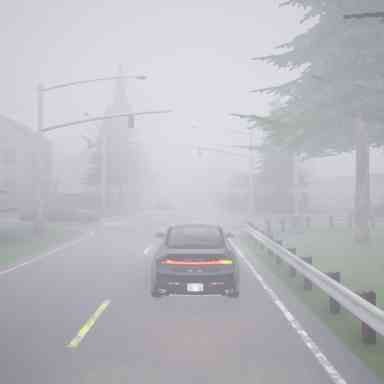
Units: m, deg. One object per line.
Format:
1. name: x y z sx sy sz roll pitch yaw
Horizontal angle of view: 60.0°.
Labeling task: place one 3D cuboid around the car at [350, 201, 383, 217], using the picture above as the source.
1. car: 15.326 1.490 26.742 4.892 1.490 1.837 0 0 0

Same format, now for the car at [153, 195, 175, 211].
1. car: -3.525 1.505 41.726 1.837 1.490 4.892 0 0 0

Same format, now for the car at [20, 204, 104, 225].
1. car: -9.072 1.532 23.394 5.357 1.411 2.033 0 0 -4

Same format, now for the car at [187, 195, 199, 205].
1. car: 0.192 1.355 57.722 2.097 1.767 4.553 0 0 0

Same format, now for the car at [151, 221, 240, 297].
1. car: 0.078 1.505 8.533 1.837 1.490 4.892 0 0 0
